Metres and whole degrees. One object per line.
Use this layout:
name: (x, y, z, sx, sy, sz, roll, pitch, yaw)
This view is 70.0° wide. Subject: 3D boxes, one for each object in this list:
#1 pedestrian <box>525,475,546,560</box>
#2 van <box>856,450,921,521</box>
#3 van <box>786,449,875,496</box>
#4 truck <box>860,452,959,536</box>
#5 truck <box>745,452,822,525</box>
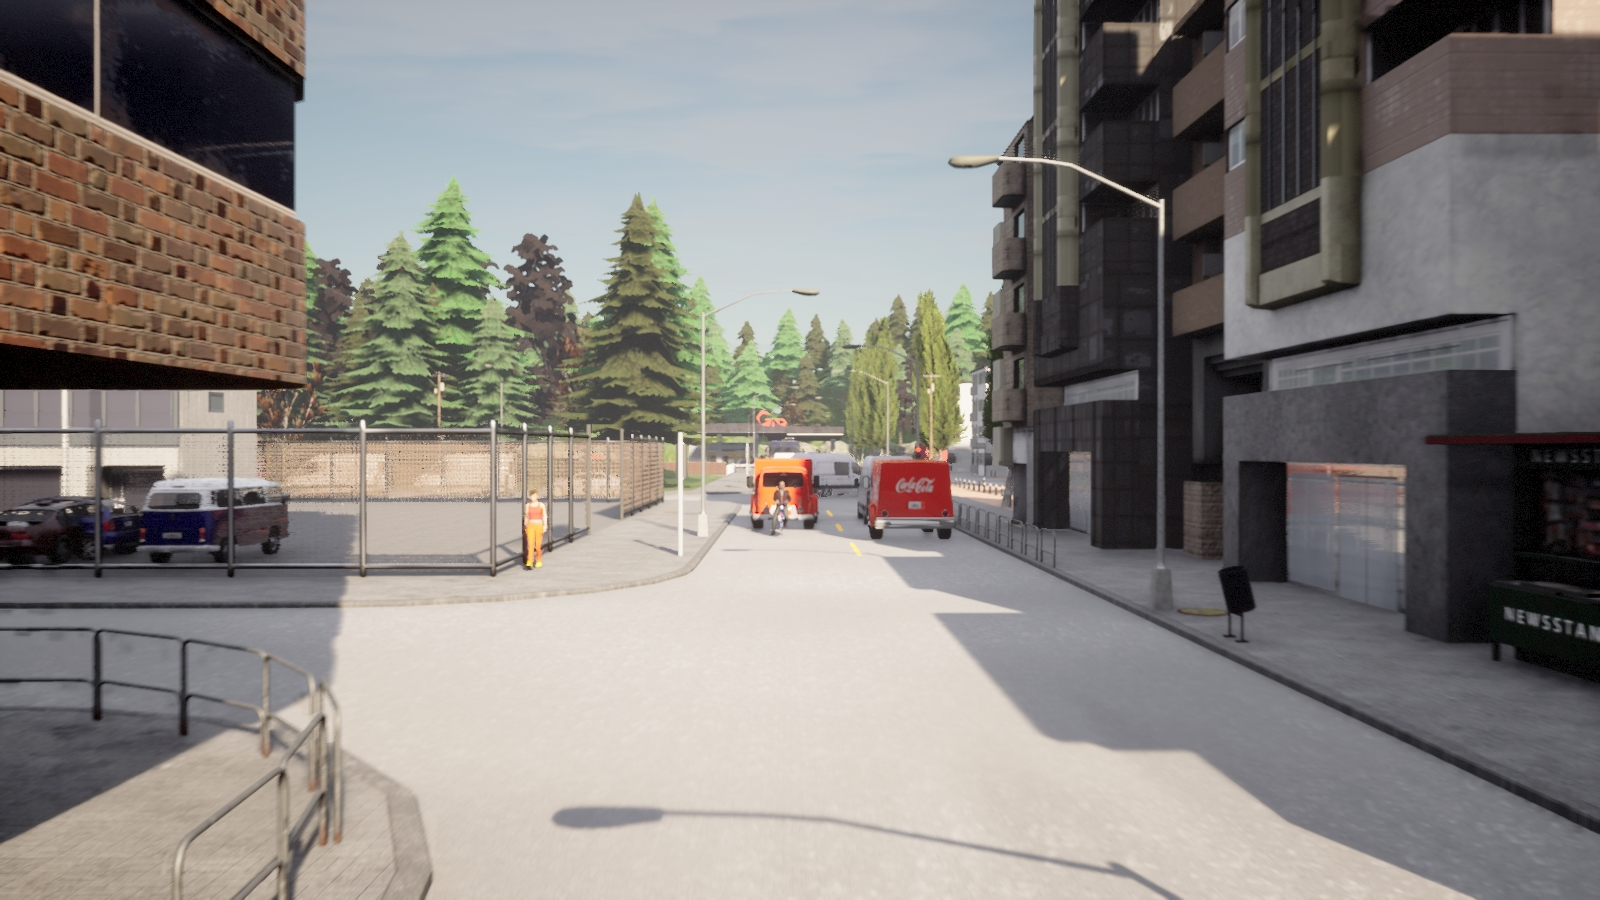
pedestrian: (-5.926, 1.505, 25.603, 0.375, 1.860, 0.375, 0, 0, 2)
van: (3.319, 1.283, 44.123, 1.988, 2.561, 5.915, 0, 0, -1)
van: (1.858, 1.266, 67.390, 1.988, 2.561, 5.915, 2, 1, 39)
truck: (3.422, 1.322, 36.804, 2.627, 2.467, 5.204, 0, 0, -1)
truck: (-0.586, 1.318, 41.692, 2.627, 2.467, 5.204, 0, 0, 0)
